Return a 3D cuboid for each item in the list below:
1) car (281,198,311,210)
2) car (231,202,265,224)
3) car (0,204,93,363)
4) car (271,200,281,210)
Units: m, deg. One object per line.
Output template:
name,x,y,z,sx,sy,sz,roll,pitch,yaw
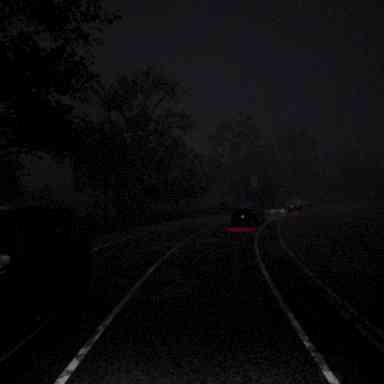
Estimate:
car,12.846,1.420,40.216,1.812,1.442,4.674,-4,-2,37
car,4.210,1.487,24.553,1.882,1.535,5.008,-2,-1,19
car,-3.143,1.238,4.444,2.150,2.045,5.566,0,0,3
car,12.609,1.667,45.458,1.895,1.301,4.718,-5,-3,41
